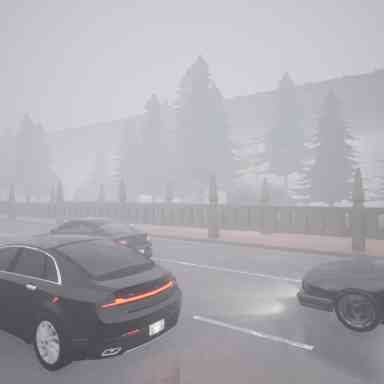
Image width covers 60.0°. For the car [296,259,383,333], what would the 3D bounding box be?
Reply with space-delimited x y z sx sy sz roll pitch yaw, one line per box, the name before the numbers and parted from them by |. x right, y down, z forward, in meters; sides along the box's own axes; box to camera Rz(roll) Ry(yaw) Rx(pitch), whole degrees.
car | 4.492 1.547 5.087 5.357 1.411 2.033 0 0 35

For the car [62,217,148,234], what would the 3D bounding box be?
car | -3.320 1.526 10.651 4.674 1.442 1.812 0 0 35

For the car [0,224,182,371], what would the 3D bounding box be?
car | -2.428 1.505 5.721 4.892 1.490 1.837 0 0 35
